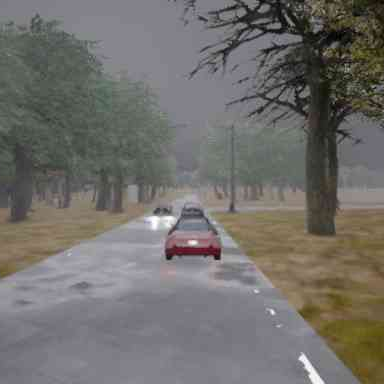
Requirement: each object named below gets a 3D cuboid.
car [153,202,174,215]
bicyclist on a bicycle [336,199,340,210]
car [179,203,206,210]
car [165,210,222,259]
[{"bbox_3d":[-3.036,1.754,35.544,1.895,1.301,4.718,0,0,1],"label":"car"},{"bbox_3d":[18.543,1.477,42.726,0.582,1.620,1.656,-1,-1,0],"label":"bicyclist on a bicycle"},{"bbox_3d":[0.042,1.632,27.172,1.837,1.490,4.892,0,0,0],"label":"car"},{"bbox_3d":[0.049,1.630,12.878,1.994,1.385,4.181,0,0,0],"label":"car"}]
